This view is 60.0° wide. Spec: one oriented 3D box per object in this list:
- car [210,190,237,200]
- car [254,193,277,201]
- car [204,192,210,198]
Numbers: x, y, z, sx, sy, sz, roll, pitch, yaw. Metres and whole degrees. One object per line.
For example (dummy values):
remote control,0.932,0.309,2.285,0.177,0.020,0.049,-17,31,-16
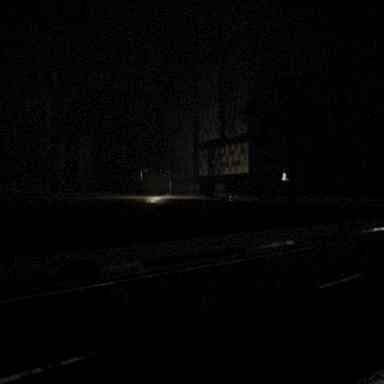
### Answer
car,6.825,0.624,68.303,2.150,2.045,5.566,-1,1,-36
car,14.013,0.960,63.478,1.812,1.442,4.674,-1,1,-36
car,4.743,0.663,76.313,1.882,1.535,5.008,-1,1,-36
